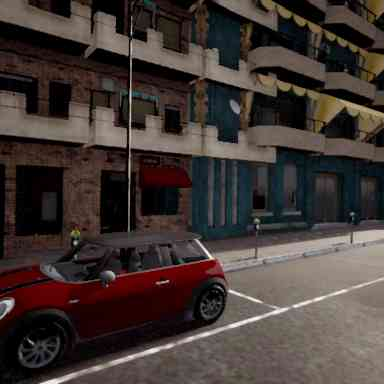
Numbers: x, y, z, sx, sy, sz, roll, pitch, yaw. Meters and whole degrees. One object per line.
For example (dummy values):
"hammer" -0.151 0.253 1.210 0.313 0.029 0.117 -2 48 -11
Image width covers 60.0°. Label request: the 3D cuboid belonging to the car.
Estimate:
"car" -1.394 1.440 5.546 4.097 1.590 1.967 0 1 -35
